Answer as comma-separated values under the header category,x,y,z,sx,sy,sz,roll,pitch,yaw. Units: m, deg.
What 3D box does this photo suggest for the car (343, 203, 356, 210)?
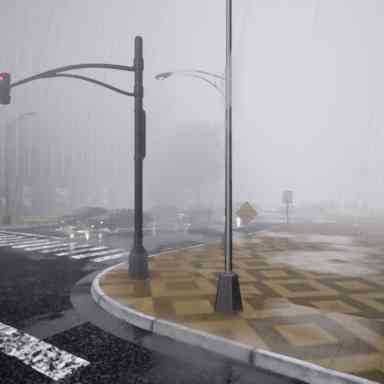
category,x,y,z,sx,sy,sz,roll,pitch,yaw
car,31.285,2.837,65.825,1.812,1.442,4.674,0,-1,33

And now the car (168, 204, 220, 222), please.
category,x,y,z,sx,sy,sz,roll,pitch,yaw
car,0.310,1.992,31.829,2.128,1.511,4.902,0,-1,33

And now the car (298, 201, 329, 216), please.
category,x,y,z,sx,sy,sz,roll,pitch,yaw
car,16.241,2.342,44.374,2.128,1.511,4.902,0,-1,33

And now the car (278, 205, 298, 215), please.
category,x,y,z,sx,sy,sz,roll,pitch,yaw
car,13.571,2.450,46.225,1.895,1.301,4.718,0,-1,33

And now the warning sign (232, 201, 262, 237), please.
category,x,y,z,sx,sy,sz,roll,pitch,yaw
warning sign,3.059,1.454,18.575,1.300,1.860,1.060,1,1,33

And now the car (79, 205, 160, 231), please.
category,x,y,z,sx,sy,sz,roll,pitch,yaw
car,-4.950,1.874,23.625,2.033,1.411,5.357,0,-1,33

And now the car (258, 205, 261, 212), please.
category,x,y,z,sx,sy,sz,roll,pitch,yaw
car,9.123,2.403,51.483,1.812,1.442,4.674,0,-1,33

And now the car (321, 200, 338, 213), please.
category,x,y,z,sx,sy,sz,roll,pitch,yaw
car,21.758,2.254,53.066,2.150,2.045,5.566,0,-1,33

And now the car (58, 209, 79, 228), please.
category,x,y,z,sx,sy,sz,roll,pitch,yaw
car,-7.822,1.844,25.153,1.812,1.442,4.674,0,-1,31

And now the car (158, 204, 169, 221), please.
category,x,y,z,sx,sy,sz,roll,pitch,yaw
car,-2.861,1.988,32.905,1.837,1.490,4.892,0,-1,33

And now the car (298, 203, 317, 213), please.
category,x,y,z,sx,sy,sz,roll,pitch,yaw
car,19.003,2.592,54.792,1.994,1.385,4.181,0,-1,33

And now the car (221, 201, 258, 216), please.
category,x,y,z,sx,sy,sz,roll,pitch,yaw
car,5.777,2.034,40.340,2.097,1.767,4.553,0,-1,33
